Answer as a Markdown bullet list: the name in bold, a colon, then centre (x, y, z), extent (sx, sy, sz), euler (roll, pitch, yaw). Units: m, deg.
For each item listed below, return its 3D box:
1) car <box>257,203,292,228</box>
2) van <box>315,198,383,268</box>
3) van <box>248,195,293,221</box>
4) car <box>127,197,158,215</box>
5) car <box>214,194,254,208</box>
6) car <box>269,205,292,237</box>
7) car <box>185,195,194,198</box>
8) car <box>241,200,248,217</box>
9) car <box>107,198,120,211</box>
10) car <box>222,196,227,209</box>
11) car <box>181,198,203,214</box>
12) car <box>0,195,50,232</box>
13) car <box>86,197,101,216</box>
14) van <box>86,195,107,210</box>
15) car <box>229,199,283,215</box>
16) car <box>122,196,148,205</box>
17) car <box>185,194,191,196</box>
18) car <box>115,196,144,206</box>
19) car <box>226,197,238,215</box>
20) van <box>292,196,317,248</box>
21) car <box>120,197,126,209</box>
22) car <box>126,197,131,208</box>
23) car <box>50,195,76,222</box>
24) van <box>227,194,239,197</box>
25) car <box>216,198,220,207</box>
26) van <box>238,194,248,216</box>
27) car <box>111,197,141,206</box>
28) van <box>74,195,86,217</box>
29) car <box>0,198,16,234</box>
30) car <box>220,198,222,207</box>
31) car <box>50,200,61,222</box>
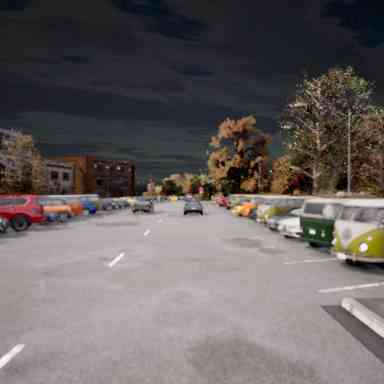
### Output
- **car**: centre (6.423, 1.521, 18.995), extent (4.674, 1.452, 2.002), euler (1, 0, -20)
- **van**: centre (6.303, 1.253, 10.120), extent (4.442, 1.987, 1.878), euler (1, 0, -20)
- **van**: centre (6.320, 1.257, 21.897), extent (4.442, 1.987, 1.878), euler (1, 0, -20)
- **car**: centre (-5.022, 1.573, 35.026), extent (2.033, 1.411, 5.357), euler (0, 0, 0)
- **car**: centre (6.439, 1.327, 51.371), extent (5.566, 2.045, 2.435), euler (1, 0, -20)
- **car**: centre (6.422, 1.519, 16.049), extent (4.674, 1.452, 2.002), euler (1, 0, -20)
- **car**: centre (0.153, 1.659, 52.195), extent (1.994, 1.385, 4.181), euler (0, 0, 0)
- **car**: centre (6.424, 1.528, 24.889), extent (4.674, 1.452, 2.002), euler (1, 0, -20)
- **car**: centre (-11.400, 1.401, 39.635), extent (4.553, 1.767, 2.185), euler (-1, 0, -20)
- **car**: centre (6.474, 1.560, 39.618), extent (4.792, 1.488, 2.163), euler (1, 0, -20)
- **car**: centre (0.143, 1.590, 35.146), extent (1.994, 1.385, 4.181), euler (0, 0, 0)
- **car**: centre (-11.422, 1.225, 19.095), extent (5.566, 2.045, 2.435), euler (-1, 0, -20)
- **car**: centre (-11.372, 1.496, 30.840), extent (5.008, 1.535, 2.097), euler (-1, 0, -20)
- **van**: centre (-11.270, 1.278, 33.819), extent (4.442, 1.987, 1.878), euler (-1, 0, -20)
- **car**: centre (6.431, 1.510, 33.719), extent (4.892, 1.521, 2.231), euler (1, 0, -20)
- **car**: centre (-11.332, 1.638, 66.043), extent (4.892, 1.521, 2.231), euler (-1, 0, -20)
- **car**: centre (-0.543, 1.837, 89.768), extent (2.097, 1.535, 5.008), euler (0, -1, -1)
- **car**: centre (-11.349, 1.614, 60.180), extent (4.892, 1.521, 2.231), euler (-1, -1, -20)
- **car**: centre (6.262, 1.495, 30.709), extent (5.366, 1.575, 1.946), euler (1, 0, -20)
- **van**: centre (6.524, 1.255, 13.153), extent (4.442, 1.987, 1.878), euler (1, 0, -20)
- **car**: centre (-11.370, 1.539, 42.575), extent (4.892, 1.521, 2.231), euler (-1, -1, -20)
- **car**: centre (-11.333, 1.579, 45.522), extent (4.792, 1.488, 2.163), euler (-1, -1, -20)
- **car**: centre (-11.358, 1.357, 24.982), extent (4.553, 1.767, 2.185), euler (-1, 0, -20)
- **van**: centre (6.551, 1.295, 36.709), extent (4.442, 1.987, 1.878), euler (1, 0, -20)
- **car**: centre (6.483, 1.597, 48.453), extent (4.792, 1.488, 2.163), euler (1, -1, -20)
- **van**: centre (6.543, 1.270, 27.873), extent (4.442, 1.987, 1.878), euler (1, 0, -20)
- **car**: centre (-11.348, 1.640, 57.246), extent (4.674, 1.452, 2.002), euler (-1, -1, -20)
- **van**: centre (-11.493, 1.265, 27.864), extent (4.442, 1.987, 1.878), euler (-1, 0, -20)
- **car**: centre (-11.432, 1.348, 16.171), extent (4.553, 1.767, 2.185), euler (-1, 0, -20)
- **car**: centre (6.424, 1.415, 42.541), extent (4.553, 1.767, 2.185), euler (1, -1, -20)
- **car**: centre (-11.391, 1.520, 22.043), extent (4.674, 1.452, 2.002), euler (-1, 0, -20)
